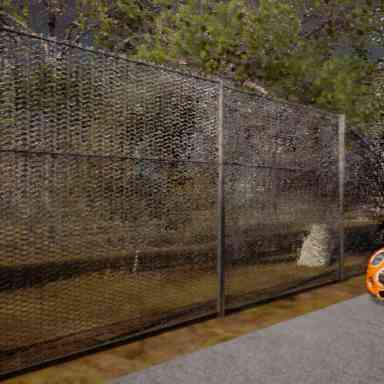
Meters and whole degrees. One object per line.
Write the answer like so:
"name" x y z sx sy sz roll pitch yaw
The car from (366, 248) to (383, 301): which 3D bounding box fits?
"car" 5.767 1.373 7.179 4.553 1.767 2.097 0 0 -35
